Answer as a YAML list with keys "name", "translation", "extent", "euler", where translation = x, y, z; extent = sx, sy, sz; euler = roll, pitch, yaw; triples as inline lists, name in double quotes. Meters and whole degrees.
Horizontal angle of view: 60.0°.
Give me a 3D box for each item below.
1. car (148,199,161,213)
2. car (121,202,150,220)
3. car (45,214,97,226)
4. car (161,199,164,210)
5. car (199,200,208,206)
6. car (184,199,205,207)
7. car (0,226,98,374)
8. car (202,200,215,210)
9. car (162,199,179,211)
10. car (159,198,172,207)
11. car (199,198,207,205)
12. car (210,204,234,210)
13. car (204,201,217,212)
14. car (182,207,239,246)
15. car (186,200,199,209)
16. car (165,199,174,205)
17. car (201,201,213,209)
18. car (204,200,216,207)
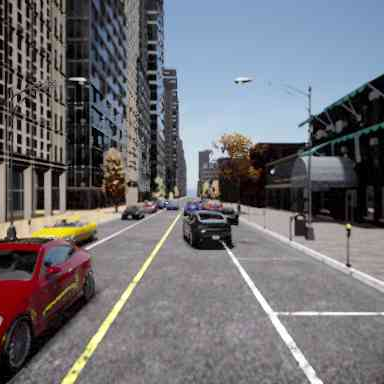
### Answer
- name: "car"
  translation: [-5.646, 1.961, 43.643]
  extent: [1.967, 1.590, 4.097]
  euler: [-1, -1, 0]
- name: "car"
  translation: [-5.651, 1.952, 32.353]
  extent: [1.947, 1.339, 4.313]
  euler: [-1, -1, 0]
- name: "car"
  translation: [-5.661, 1.708, 15.253]
  extent: [1.752, 1.417, 4.829]
  euler: [-1, -1, 0]
- name: "car"
  translation: [-5.639, 2.222, 54.929]
  extent: [1.947, 1.339, 4.313]
  euler: [-1, -1, 0]
- name: "car"
  translation: [2.720, 2.495, 77.443]
  extent: [1.947, 1.339, 4.313]
  euler: [-1, -1, 0]
- name: "car"
  translation: [0.118, 1.824, 39.591]
  extent: [2.097, 1.767, 4.553]
  euler: [0, -1, 0]
- name: "car"
  translation: [-3.100, 1.596, 5.837]
  extent: [1.812, 1.442, 4.674]
  euler: [0, -1, 0]
- name: "car"
  translation: [2.706, 2.096, 54.870]
  extent: [1.967, 1.590, 4.097]
  euler: [-1, -1, 0]
- name: "car"
  translation: [-3.013, 2.176, 52.594]
  extent: [2.033, 1.411, 5.357]
  euler: [0, -1, 1]
- name: "car"
  translation: [-5.675, 2.176, 71.863]
  extent: [2.192, 1.841, 5.009]
  euler: [-1, -1, 0]
- name: "car"
  translation: [2.721, 2.437, 83.088]
  extent: [1.967, 1.590, 4.097]
  euler: [-1, -1, 0]
- name: "car"
  translation: [2.693, 1.885, 26.651]
  extent: [1.947, 1.339, 4.313]
  euler: [-1, -1, 0]
- name: "car"
  translation: [2.705, 2.115, 49.396]
  extent: [1.752, 1.417, 4.829]
  euler: [-1, -1, 0]
- name: "car"
  translation: [0.666, 1.702, 16.467]
  extent: [1.837, 1.490, 4.892]
  euler: [0, -1, -8]
- name: "car"
  translation: [0.131, 2.191, 58.487]
  extent: [2.128, 1.511, 4.902]
  euler: [0, -1, 0]
- name: "car"
  translation: [-5.657, 2.564, 83.147]
  extent: [1.947, 1.339, 4.313]
  euler: [-1, -1, 0]
- name: "car"
  translation: [2.711, 2.290, 60.513]
  extent: [1.947, 1.339, 4.313]
  euler: [-1, -1, 0]
- name: "car"
  translation: [2.699, 1.998, 37.938]
  extent: [1.887, 1.381, 4.507]
  euler: [-1, -1, 0]
